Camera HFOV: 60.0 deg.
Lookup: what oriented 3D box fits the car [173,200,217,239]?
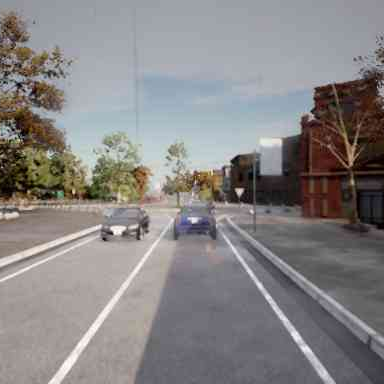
[{"bbox_3d":[0.141,1.383,17.706,2.097,1.767,4.553,0,0,0],"label":"car"}]

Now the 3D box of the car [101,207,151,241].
[{"bbox_3d":[-3.221,1.519,16.938,2.128,1.511,4.902,0,0,0],"label":"car"}]

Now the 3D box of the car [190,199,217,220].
[{"bbox_3d":[1.141,1.523,30.485,1.837,1.490,4.892,0,1,10],"label":"car"}]
